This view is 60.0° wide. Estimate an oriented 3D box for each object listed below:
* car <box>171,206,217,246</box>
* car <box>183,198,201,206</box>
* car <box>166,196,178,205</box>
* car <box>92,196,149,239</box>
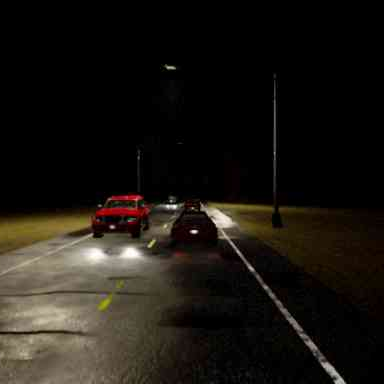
[{"bbox_3d":[0.085,1.573,15.403,1.994,1.385,4.181,0,0,0],"label":"car"},{"bbox_3d":[0.058,1.528,39.787,1.837,1.490,4.892,0,0,0],"label":"car"},{"bbox_3d":[-3.607,1.524,60.093,2.128,1.511,4.902,0,0,0],"label":"car"},{"bbox_3d":[-3.616,1.231,17.846,2.150,2.045,5.566,0,0,0],"label":"car"}]
